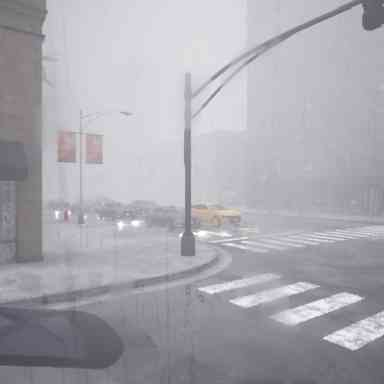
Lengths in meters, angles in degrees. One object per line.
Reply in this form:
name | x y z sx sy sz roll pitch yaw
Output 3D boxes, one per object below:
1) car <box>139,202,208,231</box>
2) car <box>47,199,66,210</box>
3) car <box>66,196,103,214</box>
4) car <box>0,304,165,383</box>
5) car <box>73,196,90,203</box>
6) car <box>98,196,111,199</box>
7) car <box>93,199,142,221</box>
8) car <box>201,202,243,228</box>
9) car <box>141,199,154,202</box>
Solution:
car | -1.224 1.541 20.424 1.994 1.385 4.181 0 0 -36
car | -17.054 1.537 42.459 1.895 1.301 4.718 0 0 -35
car | -11.069 1.477 34.108 1.812 1.442 4.674 0 0 -36
car | -2.398 1.491 1.498 4.902 1.511 2.128 0 0 -34
car | -22.041 1.451 66.332 1.994 1.385 4.181 0 0 -36
car | -10.251 1.295 38.529 2.097 1.767 4.553 0 0 -36
car | -6.144 1.529 27.241 1.994 1.385 4.181 0 0 -37
car | 1.284 1.451 22.504 1.882 1.535 5.008 0 0 -35
car | -4.264 1.463 30.203 1.837 1.490 4.892 0 0 -36
